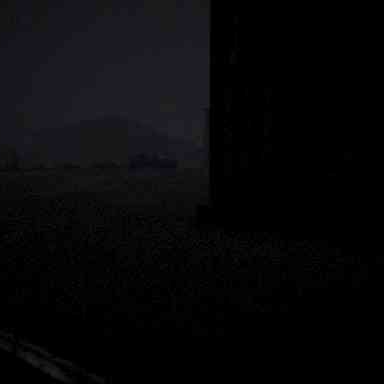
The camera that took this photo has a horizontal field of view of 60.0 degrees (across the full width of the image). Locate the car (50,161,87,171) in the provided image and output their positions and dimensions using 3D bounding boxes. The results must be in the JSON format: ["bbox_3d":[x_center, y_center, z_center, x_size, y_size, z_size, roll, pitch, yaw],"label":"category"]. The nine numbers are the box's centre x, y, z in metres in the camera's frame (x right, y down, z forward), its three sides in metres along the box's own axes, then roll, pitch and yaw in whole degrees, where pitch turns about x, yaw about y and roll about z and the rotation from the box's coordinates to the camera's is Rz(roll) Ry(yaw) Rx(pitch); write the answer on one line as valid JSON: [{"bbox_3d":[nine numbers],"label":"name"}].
[{"bbox_3d":[-14.369,-2.997,40.620,4.892,1.521,2.231,1,0,27],"label":"car"}]

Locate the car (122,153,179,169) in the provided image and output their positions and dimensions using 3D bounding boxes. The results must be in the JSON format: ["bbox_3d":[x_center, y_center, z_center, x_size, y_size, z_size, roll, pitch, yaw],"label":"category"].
[{"bbox_3d":[-4.192,-3.096,35.829,5.566,2.045,2.435,1,1,25],"label":"car"}]

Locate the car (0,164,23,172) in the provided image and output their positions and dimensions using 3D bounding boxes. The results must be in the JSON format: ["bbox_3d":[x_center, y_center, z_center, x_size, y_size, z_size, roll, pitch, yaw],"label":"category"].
[{"bbox_3d":[-24.062,-3.058,45.694,4.792,1.488,2.163,1,0,29],"label":"car"}]

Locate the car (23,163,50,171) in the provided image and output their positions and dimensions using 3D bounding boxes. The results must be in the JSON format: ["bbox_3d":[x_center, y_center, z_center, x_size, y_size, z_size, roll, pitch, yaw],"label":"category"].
[{"bbox_3d":[-19.199,-3.003,43.082,4.674,1.452,2.002,1,0,28],"label":"car"}]

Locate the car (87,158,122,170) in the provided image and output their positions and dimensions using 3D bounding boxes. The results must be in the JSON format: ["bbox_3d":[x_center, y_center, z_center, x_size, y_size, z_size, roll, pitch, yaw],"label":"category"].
[{"bbox_3d":[-9.291,-3.058,38.173,4.553,1.767,2.185,1,0,26],"label":"car"}]
